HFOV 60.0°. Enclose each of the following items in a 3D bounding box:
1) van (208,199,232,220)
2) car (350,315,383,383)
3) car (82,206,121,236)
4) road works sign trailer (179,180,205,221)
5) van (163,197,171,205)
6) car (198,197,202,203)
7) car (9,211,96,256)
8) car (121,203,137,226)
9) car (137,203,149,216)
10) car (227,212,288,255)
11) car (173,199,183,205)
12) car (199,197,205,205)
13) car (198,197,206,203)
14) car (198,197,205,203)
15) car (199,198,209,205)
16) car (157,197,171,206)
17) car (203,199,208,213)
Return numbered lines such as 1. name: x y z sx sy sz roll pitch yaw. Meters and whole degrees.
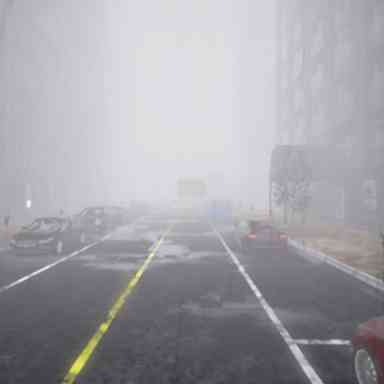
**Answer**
1. van: 2.688 1.597 30.684 1.690 1.788 3.998 0 0 0
2. car: 2.689 1.604 2.218 1.802 1.307 4.206 0 -1 0
3. car: -5.693 1.607 19.301 1.967 1.590 4.097 0 0 0
4. road works sign trailer: -0.003 0.713 29.709 2.380 3.560 2.880 0 0 0
5. van: -5.696 1.943 76.225 1.690 1.788 3.998 0 0 0
6. car: 2.685 2.114 70.528 2.008 1.369 4.403 0 0 0
7. car: -5.692 1.671 13.607 2.008 1.369 4.403 0 0 0
8. car: -5.693 1.762 24.992 2.008 1.369 4.403 0 0 0
9. car: -5.694 1.883 36.376 1.802 1.307 4.206 0 0 0
10. car: 2.689 1.703 13.606 1.802 1.307 4.206 0 0 0
11. car: -3.005 2.163 71.655 1.895 1.301 4.718 0 0 0
12. car: 2.686 2.061 59.143 1.802 1.307 4.206 0 0 0
13. car: 2.684 2.115 87.606 1.967 1.590 4.097 0 0 0
14. car: 2.684 2.151 93.298 1.967 1.590 4.097 0 0 0
15. car: 2.685 2.153 76.220 2.008 1.369 4.403 0 0 0
16. car: -5.695 2.073 64.838 2.008 1.369 4.403 0 0 0
17. car: 2.687 1.927 42.066 1.802 1.307 4.206 0 0 0
